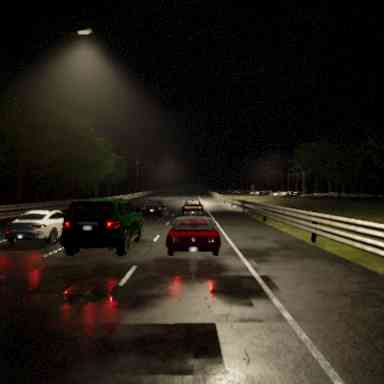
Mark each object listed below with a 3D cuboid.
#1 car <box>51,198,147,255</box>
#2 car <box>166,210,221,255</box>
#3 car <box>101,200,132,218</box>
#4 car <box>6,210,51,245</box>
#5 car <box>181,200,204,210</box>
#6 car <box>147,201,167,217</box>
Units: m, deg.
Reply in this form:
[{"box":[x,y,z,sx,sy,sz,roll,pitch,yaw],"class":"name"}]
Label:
[{"box":[-3.432,1.261,13.652,2.150,2.045,5.566,0,0,0],"class":"car"},{"box":[0.067,1.638,13.449,1.895,1.301,4.718,0,0,0],"class":"car"},{"box":[-6.917,1.490,30.809,1.812,1.442,4.674,0,0,0],"class":"car"},{"box":[-6.917,1.558,15.775,1.812,1.442,4.674,0,0,1],"class":"car"},{"box":[0.081,1.462,29.853,2.128,1.511,4.902,0,0,0],"class":"car"},{"box":[-3.416,1.531,30.385,1.994,1.385,4.181,0,0,0],"class":"car"}]
